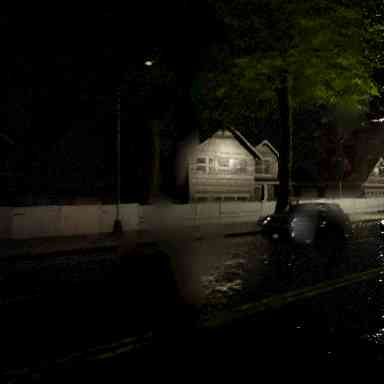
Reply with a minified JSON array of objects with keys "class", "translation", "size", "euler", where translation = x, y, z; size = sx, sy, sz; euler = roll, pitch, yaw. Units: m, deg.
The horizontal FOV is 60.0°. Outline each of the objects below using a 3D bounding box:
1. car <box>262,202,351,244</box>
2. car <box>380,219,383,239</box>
[{"class":"car","translation":[5.388,1.291,15.511],"size":[4.553,1.767,2.097],"euler":[0,0,-36]},{"class":"car","translation":[10.567,1.271,15.211],"size":[4.553,1.767,2.097],"euler":[0,0,-35]}]
